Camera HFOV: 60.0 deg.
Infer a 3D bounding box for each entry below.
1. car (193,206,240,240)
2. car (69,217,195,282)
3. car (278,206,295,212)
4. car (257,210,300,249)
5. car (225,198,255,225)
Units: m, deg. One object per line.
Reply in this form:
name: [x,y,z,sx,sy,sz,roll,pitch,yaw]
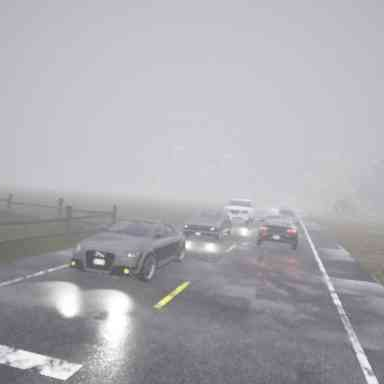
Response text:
car: [1.069,1.687,18.600,2.033,1.411,5.357,4,0,17]
car: [-1.596,1.490,9.686,1.994,1.385,4.181,4,0,17]
car: [11.749,2.479,41.437,1.812,1.442,4.674,4,0,17]
car: [4.425,1.892,16.966,1.812,1.442,4.674,4,0,17]
car: [4.161,1.608,28.853,2.150,2.045,5.566,4,0,17]
